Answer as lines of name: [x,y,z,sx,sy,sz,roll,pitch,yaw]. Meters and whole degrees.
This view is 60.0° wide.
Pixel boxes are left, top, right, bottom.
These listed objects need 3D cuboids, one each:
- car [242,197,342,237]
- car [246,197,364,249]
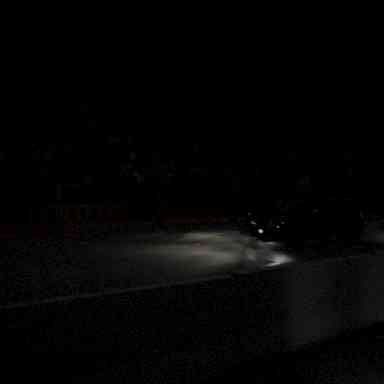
car: [5.812,1.310,19.251,5.566,2.045,2.150,1,0,-26]
car: [5.309,1.292,15.066,5.566,2.045,2.150,1,0,-27]
